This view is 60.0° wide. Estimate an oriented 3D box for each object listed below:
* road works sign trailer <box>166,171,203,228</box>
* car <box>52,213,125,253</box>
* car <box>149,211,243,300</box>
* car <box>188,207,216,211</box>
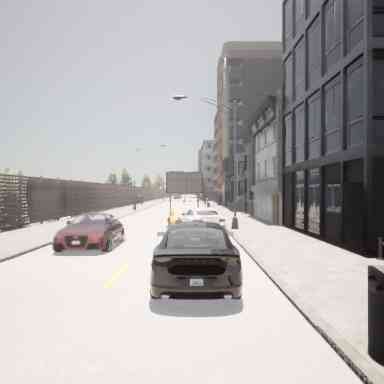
[{"bbox_3d":[-0.520,0.464,21.296,2.380,3.560,2.880,0,0,-16],"label":"road works sign trailer"},{"bbox_3d":[-4.022,1.564,13.534,1.994,1.385,4.181,0,0,0],"label":"car"},{"bbox_3d":[0.086,1.478,8.468,1.882,1.535,5.008,0,0,0],"label":"car"},{"bbox_3d":[0.503,1.539,17.818,1.812,1.442,4.674,0,-1,-10],"label":"car"}]
